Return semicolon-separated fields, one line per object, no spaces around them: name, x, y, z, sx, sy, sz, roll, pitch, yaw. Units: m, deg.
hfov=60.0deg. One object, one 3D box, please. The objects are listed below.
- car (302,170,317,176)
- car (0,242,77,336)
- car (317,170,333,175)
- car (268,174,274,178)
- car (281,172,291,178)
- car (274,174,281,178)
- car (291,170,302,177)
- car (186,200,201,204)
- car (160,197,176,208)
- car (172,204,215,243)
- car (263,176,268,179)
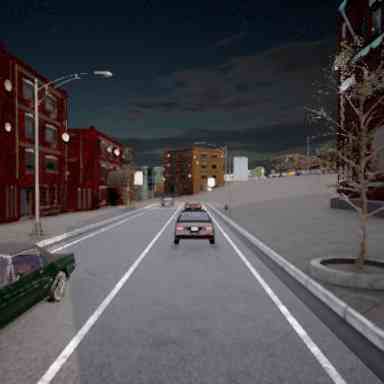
car;23.545;-3.516;63.218;2.163;1.488;4.792;0;1;-6
car;-3.599;1.601;5.466;1.895;1.301;4.718;0;0;0
car;24.247;-3.407;57.744;2.002;1.452;4.674;0;1;-7
car;21.875;-3.941;85.493;2.231;1.521;4.892;0;1;-1
car;22.459;-3.748;74.414;2.097;1.535;5.008;0;1;-4
car;22.108;-3.807;79.952;2.002;1.452;4.674;0;1;-2
car;22.926;-3.774;68.909;2.185;1.767;4.553;0;1;-5
car;0.107;1.604;38.141;1.895;1.301;4.718;0;0;0
car;-3.559;1.530;49.558;1.812;1.442;4.674;0;0;0
car;0.102;1.549;16.054;2.033;1.411;5.357;0;0;0
car;21.748;-4.018;91.011;2.231;1.521;4.892;0;1;-1
